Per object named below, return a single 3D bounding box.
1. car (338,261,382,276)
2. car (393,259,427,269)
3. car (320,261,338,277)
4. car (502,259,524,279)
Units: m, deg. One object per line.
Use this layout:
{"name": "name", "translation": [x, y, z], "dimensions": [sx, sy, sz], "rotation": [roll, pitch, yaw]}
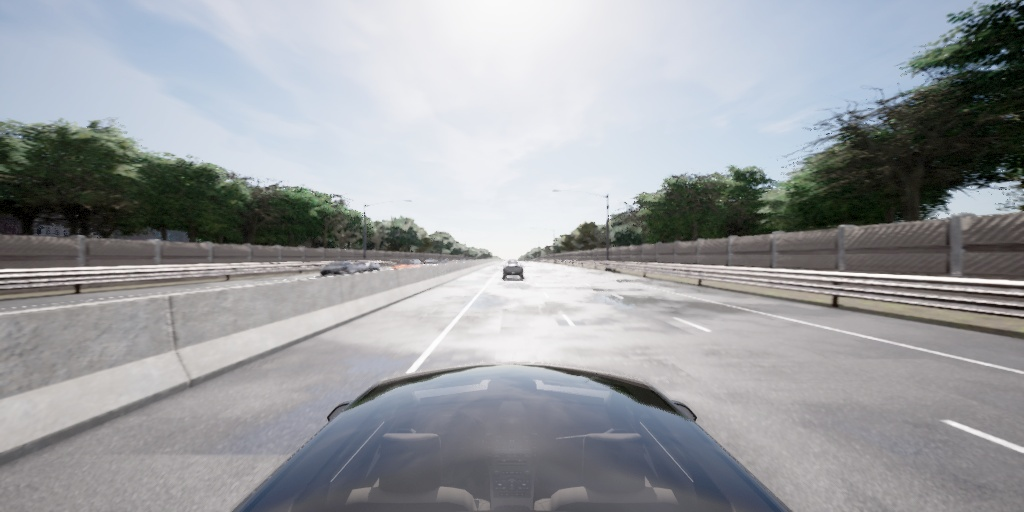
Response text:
{"name": "car", "translation": [-14.062, 1.271, 34.174], "dimensions": [2.128, 1.511, 4.902], "rotation": [0, 0, 0]}
{"name": "car", "translation": [-10.569, 1.134, 36.682], "dimensions": [2.097, 1.767, 4.553], "rotation": [0, 0, 0]}
{"name": "car", "translation": [-17.569, 1.287, 36.524], "dimensions": [1.837, 1.490, 4.892], "rotation": [0, 0, 0]}
{"name": "car", "translation": [0.107, 1.267, 33.226], "dimensions": [2.128, 1.511, 4.902], "rotation": [0, 0, 0]}
